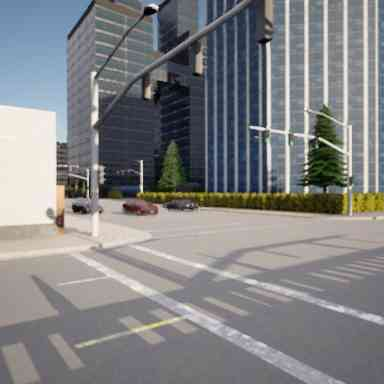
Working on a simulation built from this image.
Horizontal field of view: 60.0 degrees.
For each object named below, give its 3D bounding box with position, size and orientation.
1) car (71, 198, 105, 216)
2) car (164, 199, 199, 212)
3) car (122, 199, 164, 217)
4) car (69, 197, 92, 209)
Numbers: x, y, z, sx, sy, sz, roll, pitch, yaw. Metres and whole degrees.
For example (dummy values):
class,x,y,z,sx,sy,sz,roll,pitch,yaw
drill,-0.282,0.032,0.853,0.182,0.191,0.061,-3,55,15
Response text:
class,x,y,z,sx,sy,sz,roll,pitch,yaw
car,-10.662,1.559,33.816,2.033,1.411,5.357,0,0,-35
car,-1.402,1.518,39.076,2.033,1.411,5.357,0,0,-36
car,-5.038,1.475,31.967,1.882,1.535,5.008,0,0,-36
car,-15.835,1.544,47.205,1.812,1.442,4.674,0,0,-36
